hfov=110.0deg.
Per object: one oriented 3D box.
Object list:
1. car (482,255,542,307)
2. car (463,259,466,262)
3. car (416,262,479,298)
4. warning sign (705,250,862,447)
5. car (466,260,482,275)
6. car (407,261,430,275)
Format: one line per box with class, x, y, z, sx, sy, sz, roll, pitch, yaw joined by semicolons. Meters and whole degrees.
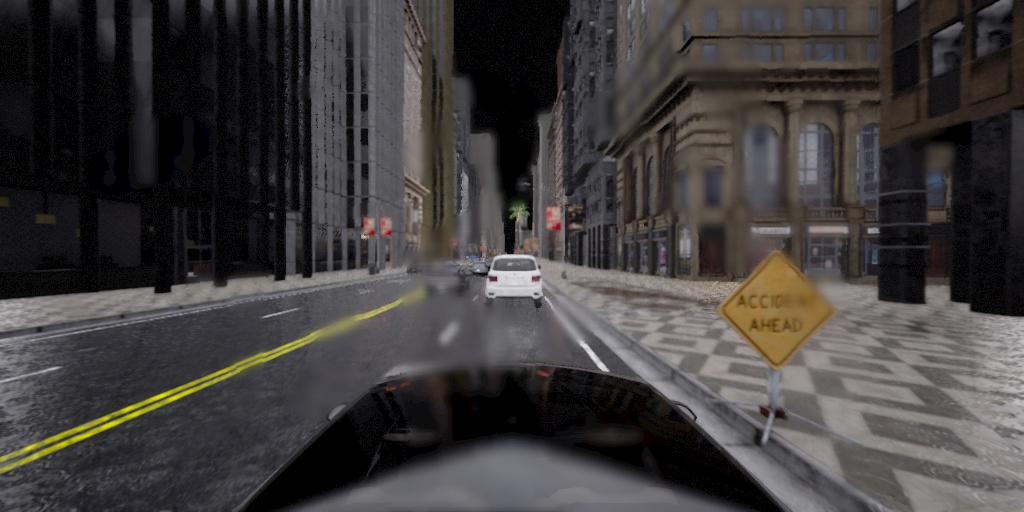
car;0.097;0.981;15.677;2.150;2.045;5.566;0;0;0
car;-6.596;1.312;38.310;2.033;1.411;5.357;0;0;0
car;-3.153;1.251;18.606;2.128;1.511;4.902;0;0;0
warning sign;2.849;0.867;3.915;1.300;1.860;1.060;0;0;0
car;-3.153;1.328;35.556;1.994;1.385;4.181;0;0;0
car;-9.841;1.269;38.693;1.837;1.490;4.892;0;0;0
